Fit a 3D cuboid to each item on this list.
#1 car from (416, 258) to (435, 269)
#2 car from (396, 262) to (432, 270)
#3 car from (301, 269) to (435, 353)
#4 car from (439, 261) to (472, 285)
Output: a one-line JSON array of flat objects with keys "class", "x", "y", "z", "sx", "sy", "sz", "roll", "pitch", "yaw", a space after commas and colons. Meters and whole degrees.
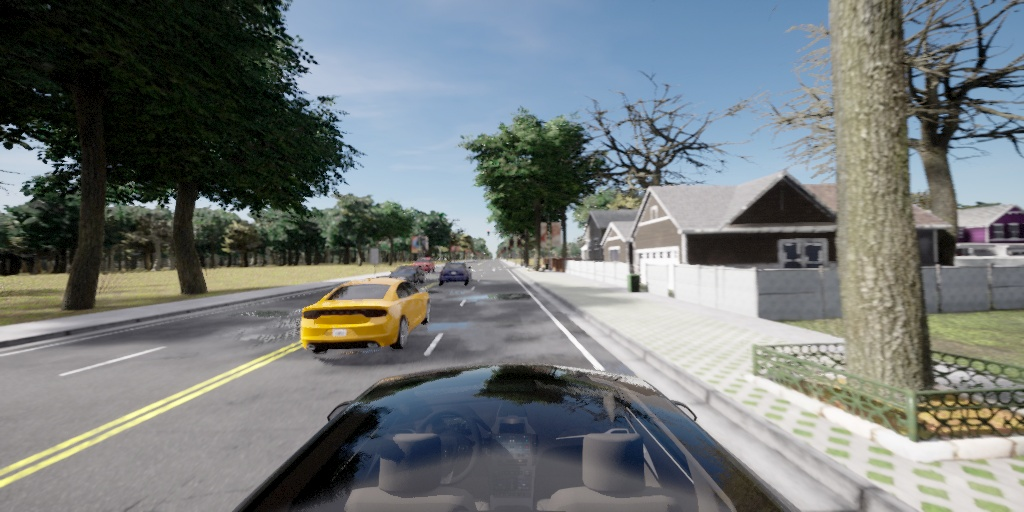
[{"class": "car", "x": -11.791, "y": 1.275, "z": 48.276, "sx": 2.150, "sy": 2.045, "sz": 5.566, "roll": -1, "pitch": 0, "yaw": -3}, {"class": "car", "x": -7.618, "y": 1.431, "z": 26.264, "sx": 2.128, "sy": 1.511, "sz": 4.902, "roll": -1, "pitch": 0, "yaw": -3}, {"class": "car", "x": -3.388, "y": 1.306, "z": 9.276, "sx": 1.882, "sy": 1.535, "sz": 5.008, "roll": -1, "pitch": 0, "yaw": -3}, {"class": "car", "x": -4.224, "y": 1.219, "z": 27.450, "sx": 2.097, "sy": 1.767, "sz": 4.553, "roll": -1, "pitch": 0, "yaw": -3}]
